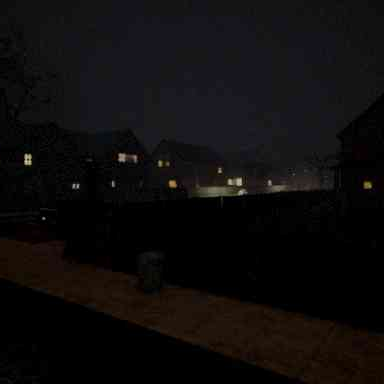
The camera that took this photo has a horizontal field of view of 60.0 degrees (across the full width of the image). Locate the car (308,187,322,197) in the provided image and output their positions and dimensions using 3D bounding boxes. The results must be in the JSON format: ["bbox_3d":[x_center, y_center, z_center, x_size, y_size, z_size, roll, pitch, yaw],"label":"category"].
[{"bbox_3d":[18.513,0.016,49.870,1.837,1.490,4.892,1,2,37],"label":"car"}]

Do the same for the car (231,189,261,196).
[{"bbox_3d":[6.395,0.394,38.405,2.033,1.411,5.357,1,2,37],"label":"car"}]

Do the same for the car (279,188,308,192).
[{"bbox_3d":[12.298,0.238,41.501,2.128,1.511,4.902,1,2,38],"label":"car"}]

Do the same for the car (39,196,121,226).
[{"bbox_3d":[-5.575,0.974,17.674,2.128,1.511,4.902,1,2,37],"label":"car"}]
